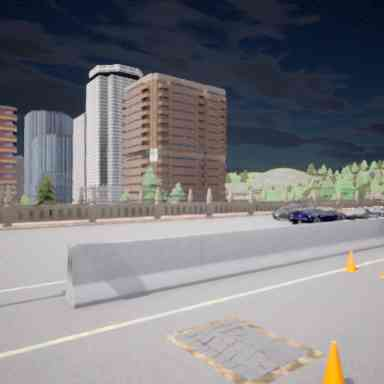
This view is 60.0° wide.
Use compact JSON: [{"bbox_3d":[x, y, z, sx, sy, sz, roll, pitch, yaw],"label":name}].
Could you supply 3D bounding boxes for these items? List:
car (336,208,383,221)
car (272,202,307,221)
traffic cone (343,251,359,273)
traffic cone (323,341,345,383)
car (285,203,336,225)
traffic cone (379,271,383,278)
[{"bbox_3d":[11.823,1.737,21.930,4.718,1.301,1.895,0,0,-36],"label":"car"},{"bbox_3d":[8.902,1.683,28.474,4.892,1.490,1.837,0,0,-36],"label":"car"},{"bbox_3d":[4.647,2.009,9.703,0.340,0.580,0.340,0,0,-36],"label":"traffic cone"},{"bbox_3d":[1.596,1.969,3.729,0.340,0.580,0.340,0,0,-36],"label":"traffic cone"},{"bbox_3d":[9.279,1.752,24.405,4.718,1.301,1.895,0,0,-36],"label":"car"},{"bbox_3d":[5.241,2.004,8.898,0.340,0.580,0.340,0,0,-36],"label":"traffic cone"}]
